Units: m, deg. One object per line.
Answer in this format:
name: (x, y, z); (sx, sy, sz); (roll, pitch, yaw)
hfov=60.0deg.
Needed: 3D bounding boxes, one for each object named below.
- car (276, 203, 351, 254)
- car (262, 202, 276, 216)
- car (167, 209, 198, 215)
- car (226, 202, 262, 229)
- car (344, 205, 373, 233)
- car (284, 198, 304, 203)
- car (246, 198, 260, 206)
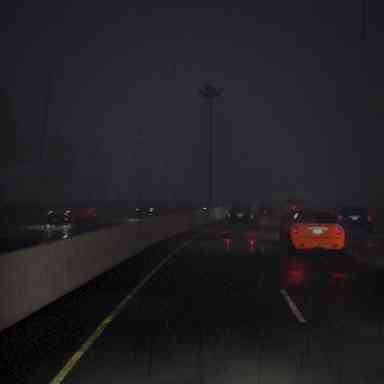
car: (5.104, 1.549, 14.679); (2.097, 1.767, 4.553); (0, -1, 9)
car: (9.173, 2.027, 40.514); (1.837, 1.490, 4.892); (0, -1, 20)
car: (-0.808, 1.957, 34.186); (2.033, 1.411, 5.357); (0, -1, 19)
car: (3.850, 1.665, 24.793); (2.097, 1.767, 4.553); (0, -1, 15)
car: (10.318, 1.657, 22.062); (2.097, 1.767, 4.553); (0, -1, 14)
car: (11.013, 1.690, 35.398); (2.150, 2.045, 5.566); (0, -1, 20)
car: (13.325, 2.172, 72.402); (2.097, 1.767, 4.553); (0, -1, 20)
